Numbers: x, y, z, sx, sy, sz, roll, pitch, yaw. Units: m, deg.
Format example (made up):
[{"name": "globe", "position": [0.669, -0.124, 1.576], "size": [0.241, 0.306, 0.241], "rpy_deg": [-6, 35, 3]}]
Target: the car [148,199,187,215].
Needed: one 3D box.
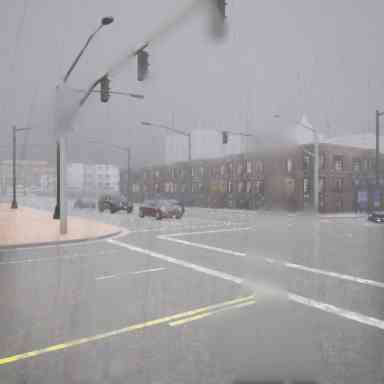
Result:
[{"name": "car", "position": [-2.637, 1.505, 34.436], "size": [1.837, 1.490, 4.892], "rpy_deg": [0, 0, -35]}]

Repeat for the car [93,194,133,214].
[{"name": "car", "position": [-8.422, 1.222, 36.205], "size": [2.150, 2.045, 5.566], "rpy_deg": [0, 0, -36]}]

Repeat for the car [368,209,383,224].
[{"name": "car", "position": [15.022, 1.547, 23.793], "size": [5.357, 1.411, 2.033], "rpy_deg": [0, 0, -28]}]

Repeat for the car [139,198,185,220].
[{"name": "car", "position": [-2.709, 1.352, 28.266], "size": [2.097, 1.767, 4.553], "rpy_deg": [0, 0, -35]}]

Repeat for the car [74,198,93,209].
[{"name": "car", "position": [-14.366, 1.526, 44.513], "size": [1.812, 1.442, 4.674], "rpy_deg": [0, 0, -35]}]
